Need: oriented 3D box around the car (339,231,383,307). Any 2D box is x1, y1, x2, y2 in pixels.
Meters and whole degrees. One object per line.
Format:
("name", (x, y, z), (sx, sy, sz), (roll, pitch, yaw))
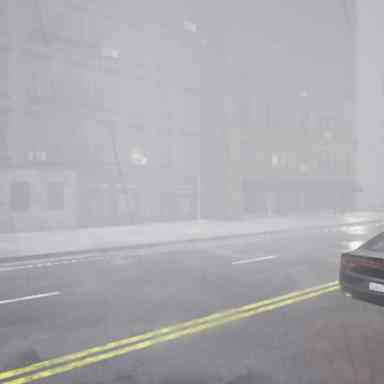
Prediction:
("car", (5.188, 1.482, 7.140), (5.008, 1.535, 1.882), (0, 0, -35))
